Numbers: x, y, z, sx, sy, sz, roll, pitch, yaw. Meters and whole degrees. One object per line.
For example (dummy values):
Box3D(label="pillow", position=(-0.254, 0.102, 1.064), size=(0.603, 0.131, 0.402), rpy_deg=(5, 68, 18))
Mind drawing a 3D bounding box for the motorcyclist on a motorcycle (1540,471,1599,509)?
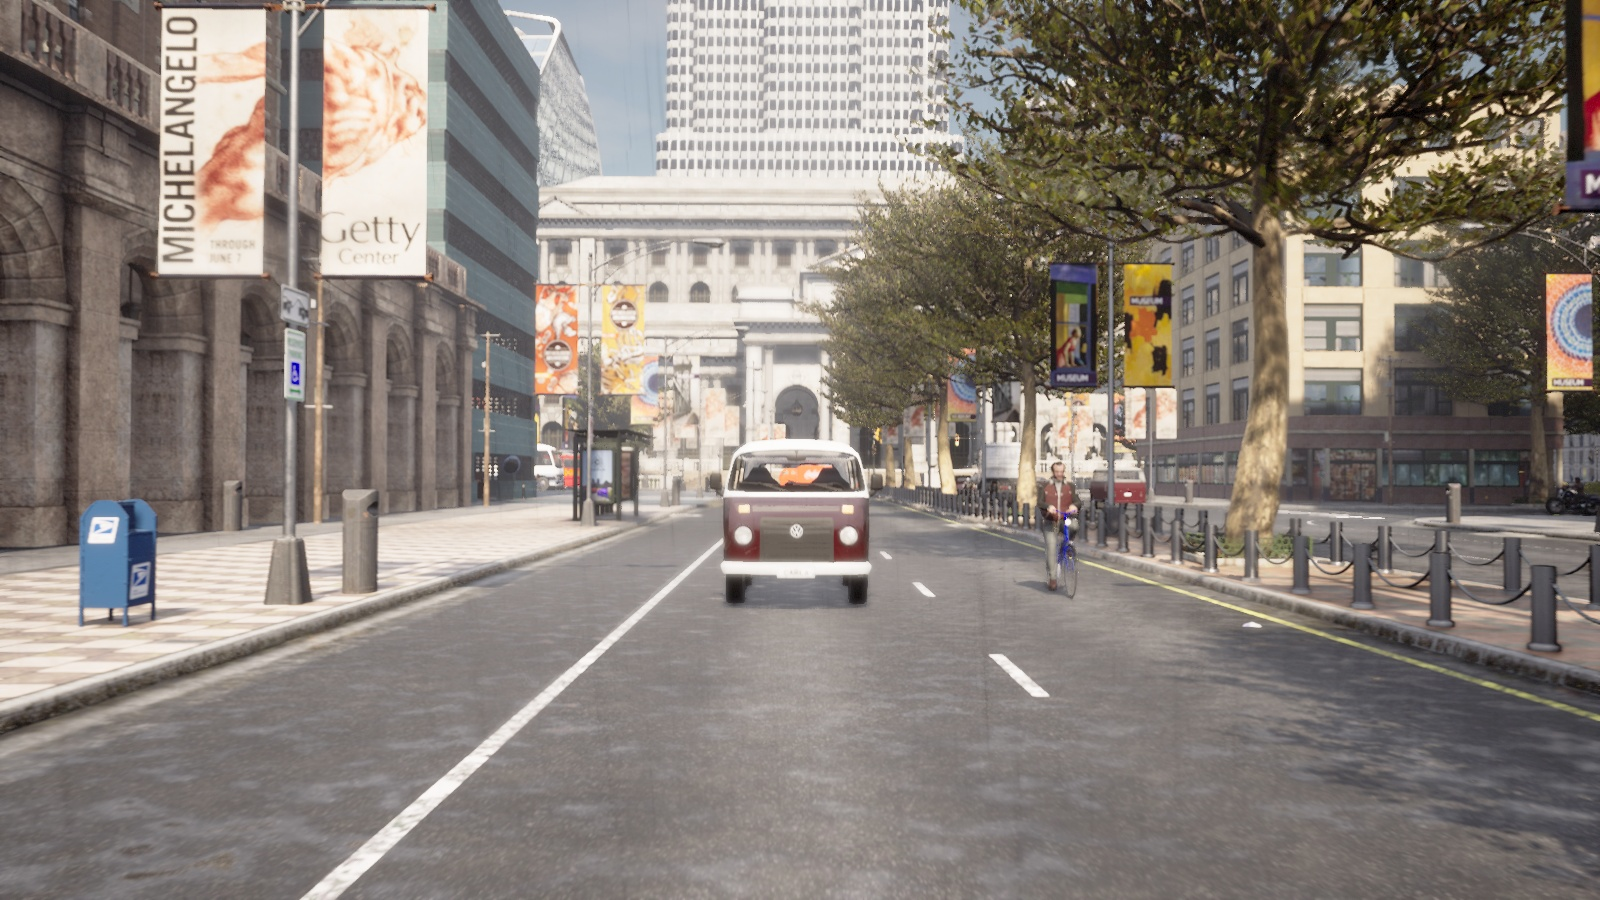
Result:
Box3D(label="motorcyclist on a motorcycle", position=(33.712, 1.742, 54.797), size=(2.350, 1.649, 0.766), rpy_deg=(0, -1, -1))

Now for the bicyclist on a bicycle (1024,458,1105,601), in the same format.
Box3D(label="bicyclist on a bicycle", position=(3.458, 1.011, 16.543), size=(0.659, 1.776, 1.843), rpy_deg=(0, -1, 0))

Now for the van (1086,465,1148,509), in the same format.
Box3D(label="van", position=(14.853, 1.704, 59.035), size=(1.775, 1.987, 4.442), rpy_deg=(0, -1, 0))

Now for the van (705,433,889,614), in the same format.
Box3D(label="van", position=(-0.042, 0.876, 16.445), size=(2.069, 2.038, 4.480), rpy_deg=(0, -1, 0))

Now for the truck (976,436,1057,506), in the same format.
Box3D(label="truck", position=(11.332, 1.137, 66.581), size=(2.891, 3.462, 7.936), rpy_deg=(0, -1, 0))

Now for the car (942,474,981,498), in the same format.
Box3D(label="car", position=(11.235, 2.476, 87.716), size=(2.033, 1.649, 4.856), rpy_deg=(0, -1, 0))

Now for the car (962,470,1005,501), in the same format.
Box3D(label="car", position=(11.309, 2.159, 77.654), size=(1.932, 1.855, 4.605), rpy_deg=(0, -1, 0))
